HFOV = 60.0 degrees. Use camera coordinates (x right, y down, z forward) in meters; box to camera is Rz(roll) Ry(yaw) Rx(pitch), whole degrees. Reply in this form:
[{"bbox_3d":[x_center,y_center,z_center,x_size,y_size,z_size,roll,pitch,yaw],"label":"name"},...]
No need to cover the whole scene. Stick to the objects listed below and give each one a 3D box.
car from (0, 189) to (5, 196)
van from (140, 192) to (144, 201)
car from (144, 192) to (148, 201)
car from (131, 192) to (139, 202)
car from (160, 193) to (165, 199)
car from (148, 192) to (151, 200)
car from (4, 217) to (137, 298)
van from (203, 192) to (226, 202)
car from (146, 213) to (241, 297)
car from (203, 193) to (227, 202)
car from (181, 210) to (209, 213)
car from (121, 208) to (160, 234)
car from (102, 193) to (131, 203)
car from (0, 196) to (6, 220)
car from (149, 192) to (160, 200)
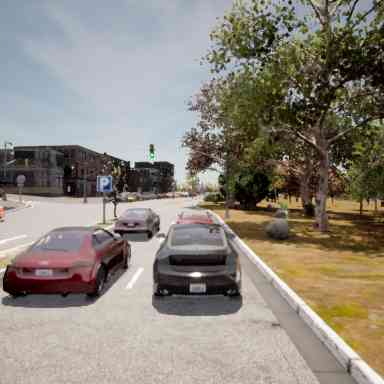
[{"bbox_3d":[-31.158,0.137,53.617,2.002,1.452,4.674,6,-3,-19],"label":"car"},{"bbox_3d":[-13.232,1.093,71.731,4.442,1.987,1.878,-1,0,-14],"label":"van"},{"bbox_3d":[-13.003,1.321,74.702,4.892,1.521,2.231,-1,0,-14],"label":"car"},{"bbox_3d":[-13.791,1.315,65.739,5.366,1.575,1.946,-1,0,-15],"label":"car"},{"bbox_3d":[-10.991,1.065,89.687,5.566,2.045,2.435,-1,0,-12],"label":"car"},{"bbox_3d":[-12.630,1.359,77.697,4.674,1.452,2.002,-1,0,-13],"label":"car"},{"bbox_3d":[-2.898,1.574,8.622,1.994,1.385,4.181,0,0,1],"label":"car"},{"bbox_3d":[4.291,1.043,65.339,4.442,1.987,1.878,1,0,-14],"label":"van"},{"bbox_3d":[0.110,1.516,8.563,1.837,1.490,4.892,0,0,0],"label":"car"},{"bbox_3d":[4.675,1.141,68.309,4.553,1.767,2.185,1,0,-14],"label":"car"},{"bbox_3d":[0.169,1.626,18.499,1.895,1.301,4.718,0,0,1],"label":"car"},{"bbox_3d":[-2.837,1.573,18.082,2.033,1.411,5.357,0,0,1],"label":"car"},{"bbox_3d":[-14.437,1.358,62.747,4.792,1.488,2.163,-1,0,-15],"label":"car"},{"bbox_3d":[-16.624,1.403,24.941,4.553,1.767,2.185,-1,0,-19],"label":"car"},{"bbox_3d":[-11.442,1.357,86.681,4.674,1.452,2.002,-1,0,-12],"label":"car"}]
